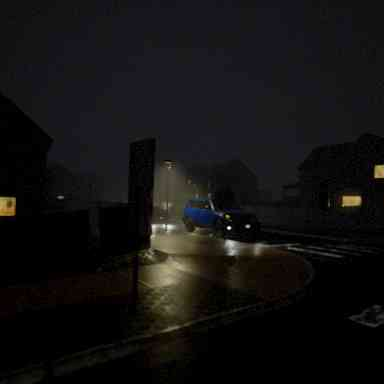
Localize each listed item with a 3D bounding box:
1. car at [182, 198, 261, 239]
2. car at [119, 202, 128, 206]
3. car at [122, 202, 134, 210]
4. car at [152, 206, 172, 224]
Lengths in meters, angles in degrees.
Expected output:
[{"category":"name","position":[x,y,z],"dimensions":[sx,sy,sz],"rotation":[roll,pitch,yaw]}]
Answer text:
[{"category":"car","position":[1.418,1.346,18.468],"dimensions":[2.150,2.045,5.566],"rotation":[3,-2,-28]},{"category":"car","position":[-10.016,2.120,44.075],"dimensions":[2.033,1.411,5.357],"rotation":[2,-2,-19]},{"category":"car","position":[-11.413,2.484,58.776],"dimensions":[1.895,1.301,4.718],"rotation":[2,-1,-13]},{"category":"car","position":[-3.161,1.856,27.388],"dimensions":[1.994,1.385,4.181],"rotation":[3,-2,-24]}]
